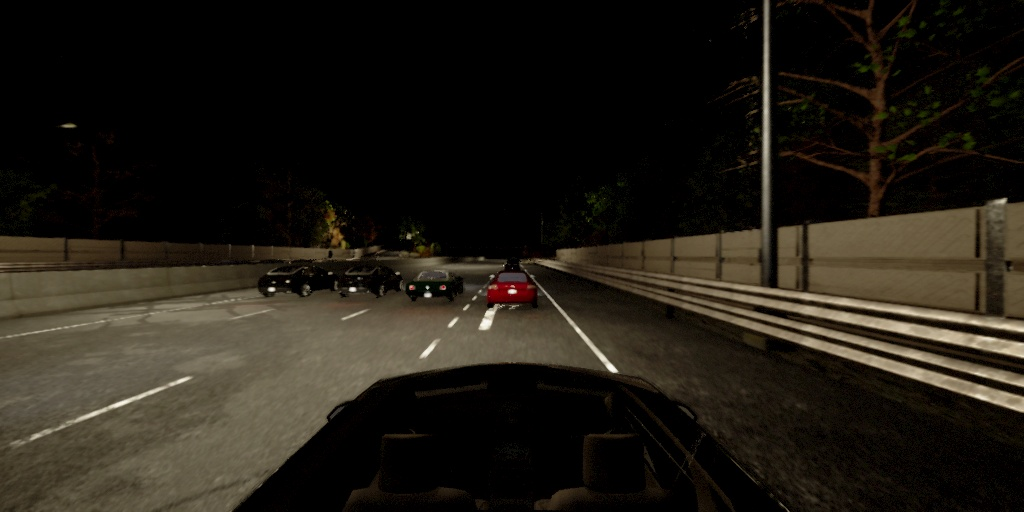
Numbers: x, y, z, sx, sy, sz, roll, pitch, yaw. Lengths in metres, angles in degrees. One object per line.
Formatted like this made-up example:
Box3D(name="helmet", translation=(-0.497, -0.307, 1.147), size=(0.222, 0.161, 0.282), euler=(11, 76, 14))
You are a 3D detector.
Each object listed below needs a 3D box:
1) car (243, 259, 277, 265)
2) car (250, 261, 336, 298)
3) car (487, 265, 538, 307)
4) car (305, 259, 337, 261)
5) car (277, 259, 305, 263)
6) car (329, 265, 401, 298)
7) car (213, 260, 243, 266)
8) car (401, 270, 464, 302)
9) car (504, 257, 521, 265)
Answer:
Box3D(name="car", translation=(-28.013, 1.098, 41.474), size=(1.882, 1.535, 5.008), euler=(0, 0, 1))
Box3D(name="car", translation=(-10.382, 1.193, 17.920), size=(1.837, 1.490, 4.892), euler=(0, 0, 0))
Box3D(name="car", translation=(0.014, 1.269, 15.112), size=(1.994, 1.385, 4.181), euler=(0, 0, 0))
Box3D(name="car", translation=(-21.017, 1.174, 41.278), size=(2.033, 1.411, 5.357), euler=(0, 0, 1))
Box3D(name="car", translation=(-24.516, 1.127, 41.659), size=(1.837, 1.490, 4.892), euler=(0, 0, 1))
Box3D(name="car", translation=(-6.881, 1.196, 17.920), size=(1.837, 1.490, 4.892), euler=(0, 0, 0))
Box3D(name="car", translation=(-31.508, 1.166, 40.796), size=(2.033, 1.411, 5.357), euler=(0, 0, 1))
Box3D(name="car", translation=(-3.381, 1.298, 16.655), size=(1.895, 1.301, 4.718), euler=(0, 0, 0))
Box3D(name="car", translation=(0.042, 1.144, 43.784), size=(1.837, 1.490, 4.892), euler=(0, 0, 0))
